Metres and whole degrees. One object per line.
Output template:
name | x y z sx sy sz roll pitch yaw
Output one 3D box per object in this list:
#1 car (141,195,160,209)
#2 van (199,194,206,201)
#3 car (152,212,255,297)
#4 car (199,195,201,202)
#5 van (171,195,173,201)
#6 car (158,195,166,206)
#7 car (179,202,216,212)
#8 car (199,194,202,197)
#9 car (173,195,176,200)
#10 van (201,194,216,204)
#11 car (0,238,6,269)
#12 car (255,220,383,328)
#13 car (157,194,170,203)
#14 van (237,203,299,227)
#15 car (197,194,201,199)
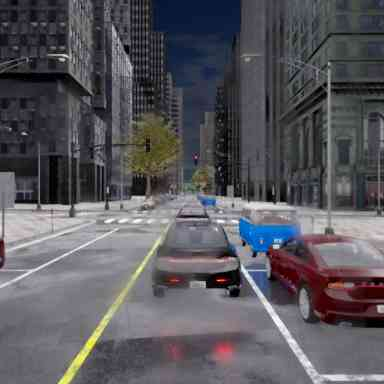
car | -5.829 1.540 44.934 1.752 1.417 4.829 0 0 0
van | 2.650 1.394 82.993 1.690 1.788 3.998 0 0 0
car | 0.090 1.491 8.542 2.128 1.511 4.902 0 0 0
car | 2.687 1.588 55.927 1.947 1.339 4.313 0 0 0
van | -5.867 1.386 76.840 1.690 1.788 3.998 0 0 0
car | -5.838 1.567 55.684 1.887 1.381 4.507 0 0 0
car | 0.061 1.493 17.928 2.128 1.511 4.902 0 0 1
car | 2.679 1.572 61.340 1.887 1.381 4.507 0 0 0
car | -5.882 1.625 87.417 1.947 1.339 4.313 0 0 0
van | 2.695 1.359 50.514 1.690 1.788 3.998 0 0 0
car | -5.786 1.544 7.011 1.887 1.381 4.507 0 0 0
car | 2.769 1.544 7.004 1.887 1.381 4.507 0 0 0
car | -5.844 1.342 60.974 2.192 1.841 5.009 0 0 0
van | 2.763 1.341 12.530 1.690 1.788 3.998 0 0 0
car | 2.664 1.590 72.167 2.008 1.369 4.403 0 0 0
